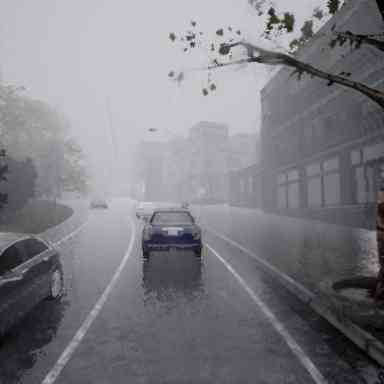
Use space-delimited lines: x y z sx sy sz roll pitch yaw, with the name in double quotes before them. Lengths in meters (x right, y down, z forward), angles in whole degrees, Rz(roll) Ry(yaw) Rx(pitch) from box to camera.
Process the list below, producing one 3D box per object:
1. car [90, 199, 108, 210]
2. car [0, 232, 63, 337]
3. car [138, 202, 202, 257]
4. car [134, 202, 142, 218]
"car" -12.488 1.614 44.409 2.033 1.411 5.357 2 -1 -22
"car" -3.645 1.514 5.514 1.837 1.490 4.892 0 0 -4
"car" -0.893 1.396 13.312 2.097 1.767 4.553 0 0 -6
"car" -4.366 1.657 31.040 1.812 1.442 4.674 1 -1 -15
